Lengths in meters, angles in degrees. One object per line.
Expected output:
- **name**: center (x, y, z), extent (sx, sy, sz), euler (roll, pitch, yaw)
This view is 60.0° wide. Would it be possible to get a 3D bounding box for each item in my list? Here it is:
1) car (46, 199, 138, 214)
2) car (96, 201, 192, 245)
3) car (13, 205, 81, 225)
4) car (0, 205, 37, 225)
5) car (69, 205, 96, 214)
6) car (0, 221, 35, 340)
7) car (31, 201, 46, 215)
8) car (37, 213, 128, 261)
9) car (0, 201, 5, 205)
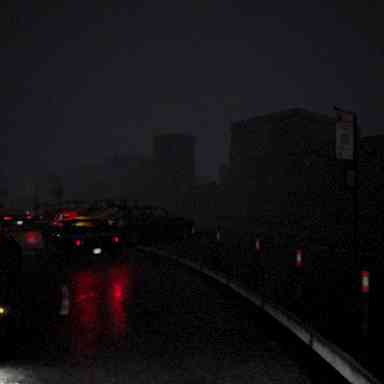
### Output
- **car**: center (-5.788, 1.460, 21.060), extent (5.566, 2.045, 2.435), euler (0, -1, -39)
- **car**: center (-2.019, 1.480, 16.449), extent (4.553, 1.767, 2.185), euler (0, -1, -39)
- **car**: center (-13.271, 2.023, 30.617), extent (5.366, 1.575, 1.946), euler (0, -2, -39)
- **car**: center (-12.674, 1.899, 23.472), extent (1.812, 1.442, 4.674), euler (0, -2, -39)
- **car**: center (-3.919, 1.659, 18.813), extent (5.008, 1.535, 2.097), euler (0, -1, -39)
- **car**: center (-4.365, 1.587, 6.617), extent (2.033, 1.411, 5.357), euler (0, -1, -24)
- **car**: center (-11.604, 1.811, 28.219), extent (4.553, 1.767, 2.185), euler (0, -2, -39)
- **car**: center (-4.444, 1.707, 12.940), extent (1.895, 1.301, 4.718), euler (0, -1, -35)
- **car**: center (-18.926, 1.896, 31.223), extent (2.150, 2.045, 5.566), euler (0, -2, -39)
